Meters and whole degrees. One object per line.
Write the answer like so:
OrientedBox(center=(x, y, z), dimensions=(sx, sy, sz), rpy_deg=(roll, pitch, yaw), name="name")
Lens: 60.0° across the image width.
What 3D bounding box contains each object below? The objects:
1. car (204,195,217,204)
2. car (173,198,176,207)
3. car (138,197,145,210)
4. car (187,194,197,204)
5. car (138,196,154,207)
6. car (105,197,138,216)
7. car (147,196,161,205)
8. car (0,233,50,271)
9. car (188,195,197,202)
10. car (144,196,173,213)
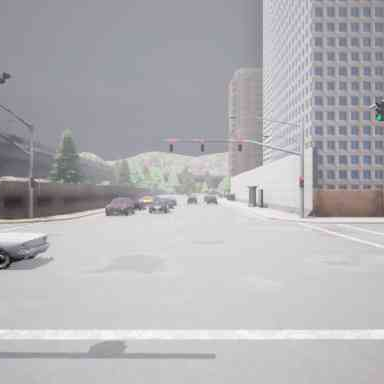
OrientedBox(center=(3.665, 1.503, 61.973), dimensions=(1.837, 1.490, 4.892), rpy_deg=(0, -1, 0), name="car")
OrientedBox(center=(-3.550, 1.564, 45.416), dimensions=(1.994, 1.385, 4.181), rpy_deg=(0, 0, -1), name="car")
OrientedBox(center=(-7.049, 1.601, 41.897), dimensions=(1.895, 1.301, 4.718), rpy_deg=(0, 0, 0), name="car")
OrientedBox(center=(0.068, 1.478, 64.285), dimensions=(1.882, 1.535, 5.008), rpy_deg=(0, 0, 0), name="car")
OrientedBox(center=(-7.034, 1.478, 51.413), dimensions=(1.882, 1.535, 5.008), rpy_deg=(0, 0, 0), name="car")
OrientedBox(center=(-7.059, 1.352, 32.911), dimensions=(2.097, 1.767, 4.553), rpy_deg=(0, 0, 0), name="car")
OrientedBox(center=(-6.999, 1.478, 61.486), dimensions=(1.882, 1.535, 5.008), rpy_deg=(0, 0, 1), name="car")
OrientedBox(center=(-7.098, 1.628, 10.480), dimensions=(4.718, 1.301, 1.895), rpy_deg=(0, 0, 0), name="car")
OrientedBox(center=(0.078, 1.328, 74.507), dimensions=(1.837, 1.490, 4.892), rpy_deg=(0, 0, 0), name="car")
OrientedBox(center=(-3.550, 1.492, 36.497), dimensions=(2.128, 1.511, 4.902), rpy_deg=(0, 0, 0), name="car")
